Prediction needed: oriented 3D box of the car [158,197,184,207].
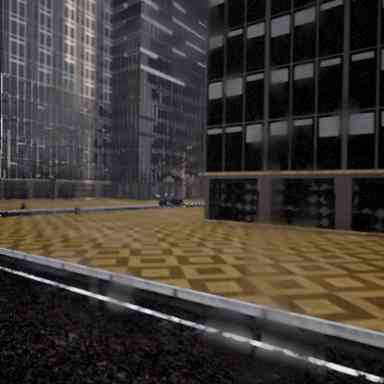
[{"bbox_3d":[-2.981,1.397,48.433,1.994,1.385,4.181,1,0,37],"label":"car"}]
